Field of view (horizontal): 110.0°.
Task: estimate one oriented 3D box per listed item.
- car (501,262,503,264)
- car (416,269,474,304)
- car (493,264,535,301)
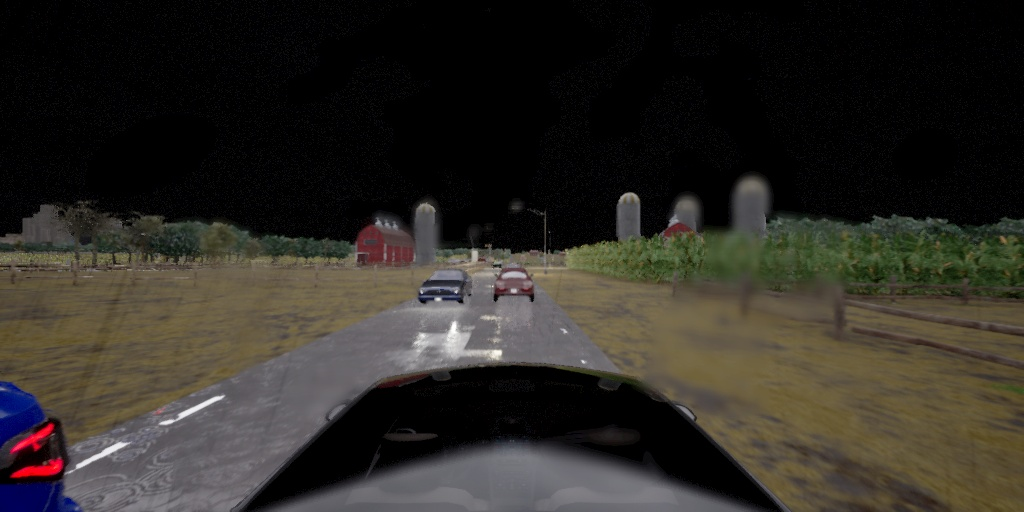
[{"bbox_3d":[0.097,1.421,36.297,1.895,1.301,4.718,0,0,0],"label":"car"},{"bbox_3d":[-2.853,1.297,16.493,2.033,1.411,5.357,0,0,0],"label":"car"},{"bbox_3d":[0.091,1.276,17.247,1.812,1.442,4.674,0,0,0],"label":"car"}]
